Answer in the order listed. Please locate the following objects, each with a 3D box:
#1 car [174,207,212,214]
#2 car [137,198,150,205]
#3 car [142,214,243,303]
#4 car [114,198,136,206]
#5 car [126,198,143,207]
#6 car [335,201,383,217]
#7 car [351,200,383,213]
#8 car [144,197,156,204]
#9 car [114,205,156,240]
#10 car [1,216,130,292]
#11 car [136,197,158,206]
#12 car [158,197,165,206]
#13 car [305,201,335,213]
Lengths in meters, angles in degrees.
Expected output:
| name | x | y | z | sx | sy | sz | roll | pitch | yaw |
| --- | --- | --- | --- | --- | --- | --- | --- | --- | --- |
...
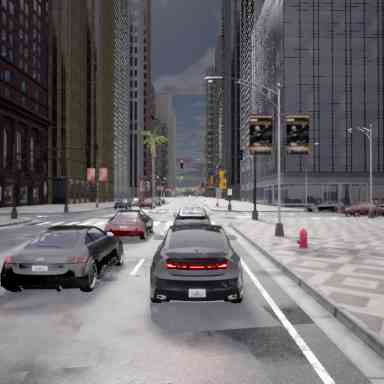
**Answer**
| name | x | y | z | sx | sy | sz | roll | pitch | yaw |
| --- | --- | --- | --- | --- | --- | --- | --- | --- | --- |
| car | 0.025 | 1.529 | 17.526 | 2.128 | 1.511 | 4.902 | 0 | 0 | 0 |
| car | -9.852 | 1.923 | 67.748 | 1.994 | 1.385 | 4.181 | 0 | 0 | 1 |
| car | 0.089 | 1.515 | 8.204 | 1.837 | 1.490 | 4.892 | 0 | 0 | 0 |
| car | -9.918 | 1.765 | 48.307 | 2.033 | 1.411 | 5.357 | 0 | 0 | 0 |
| car | -9.915 | 1.775 | 57.862 | 2.128 | 1.511 | 4.902 | 0 | 0 | 0 |
| car | 15.274 | 1.576 | 29.247 | 4.206 | 1.307 | 1.802 | 0 | 0 | -1 |
| car | 20.771 | 1.641 | 37.867 | 4.313 | 1.339 | 1.947 | 0 | 0 | -1 |
| car | -9.863 | 1.986 | 78.342 | 2.033 | 1.411 | 5.357 | 0 | 0 | 0 |
| car | -3.174 | 1.601 | 17.379 | 1.994 | 1.385 | 4.181 | 0 | 0 | 0 |
| car | -3.168 | 1.576 | 8.979 | 1.994 | 1.385 | 4.181 | 0 | 0 | 1 |
| car | -6.667 | 1.706 | 50.037 | 1.882 | 1.535 | 5.008 | 0 | 0 | 0 |
| car | -6.656 | 1.652 | 60.074 | 2.097 | 1.767 | 4.553 | 0 | 0 | 0 |
| car | 15.131 | 1.660 | 37.771 | 4.313 | 1.339 | 1.947 | 0 | 0 | -1 |
